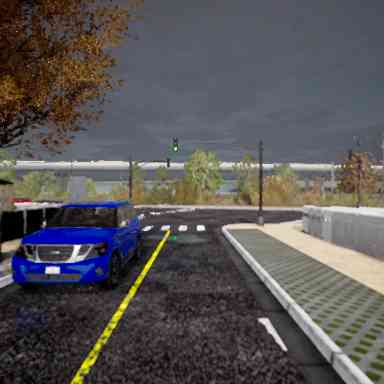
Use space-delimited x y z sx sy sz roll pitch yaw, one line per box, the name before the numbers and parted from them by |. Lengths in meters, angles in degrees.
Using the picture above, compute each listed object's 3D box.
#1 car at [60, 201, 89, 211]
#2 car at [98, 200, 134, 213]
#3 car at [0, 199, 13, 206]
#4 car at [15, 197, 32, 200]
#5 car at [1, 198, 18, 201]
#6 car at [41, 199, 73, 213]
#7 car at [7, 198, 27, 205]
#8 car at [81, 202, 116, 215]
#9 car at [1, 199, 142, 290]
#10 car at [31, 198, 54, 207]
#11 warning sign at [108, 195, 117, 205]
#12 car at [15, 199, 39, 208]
car | -17.944 2.154 50.722 4.718 1.301 1.895 -1 1 36
car | -10.398 1.926 45.235 5.008 1.535 1.882 -1 1 36
car | -40.891 2.258 71.504 5.357 1.411 2.033 -1 1 36
car | -29.963 1.943 59.514 5.566 2.045 2.150 0 1 36
car | -33.029 2.323 57.728 4.902 1.511 2.128 -1 1 37
car | -19.368 1.990 47.726 4.553 1.767 2.097 -1 1 36
car | -38.984 2.128 74.132 4.892 1.490 1.837 -1 1 36
car | -11.883 2.058 42.292 4.674 1.442 1.812 -1 1 38
car | -2.860 1.289 9.661 2.150 2.045 5.566 0 0 1
car | -30.545 2.123 68.008 4.902 1.511 2.128 -1 1 36
warning sign | -14.263 1.433 59.730 1.060 1.860 1.300 1 1 36
car | -32.456 2.219 65.384 4.902 1.511 2.128 -1 1 36
